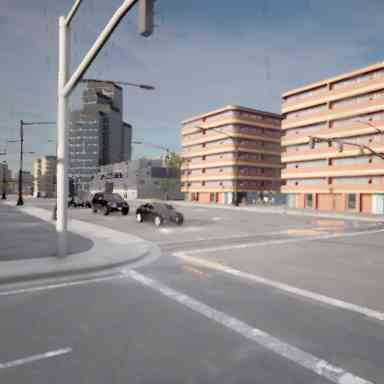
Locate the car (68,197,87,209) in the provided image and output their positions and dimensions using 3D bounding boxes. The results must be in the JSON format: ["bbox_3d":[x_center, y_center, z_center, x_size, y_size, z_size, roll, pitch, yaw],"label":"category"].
[{"bbox_3d":[-13.572,1.264,40.132,1.994,1.385,4.181,1,1,-34],"label":"car"}]

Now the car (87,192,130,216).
[{"bbox_3d":[-7.903,1.095,31.831,2.150,2.045,5.566,1,0,-34],"label":"car"}]

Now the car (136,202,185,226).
[{"bbox_3d":[-2.344,1.521,23.675,1.837,1.490,4.892,1,0,-34],"label":"car"}]
